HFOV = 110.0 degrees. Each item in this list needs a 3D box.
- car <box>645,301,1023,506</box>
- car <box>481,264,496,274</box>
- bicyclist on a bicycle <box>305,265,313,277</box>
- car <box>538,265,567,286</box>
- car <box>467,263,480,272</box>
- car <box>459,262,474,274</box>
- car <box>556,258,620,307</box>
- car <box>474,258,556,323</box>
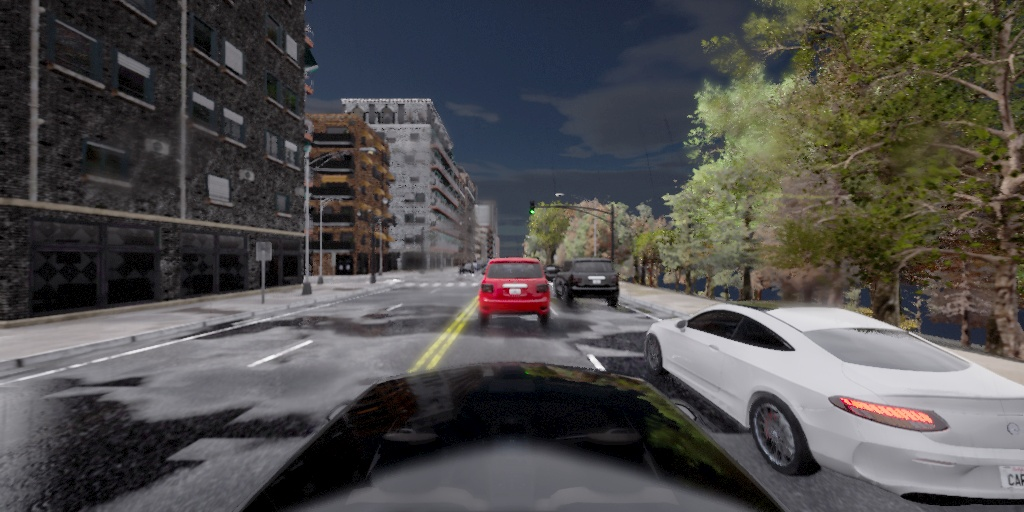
[{"bbox_3d":[3.342,1.308,4.654,1.812,1.442,4.674,0,-1,0],"label":"car"},{"bbox_3d":[-3.441,1.903,53.794,1.994,1.385,4.181,0,-1,0],"label":"car"},{"bbox_3d":[-24.959,1.804,44.095,0.582,1.620,1.656,-1,0,-1],"label":"bicyclist on a bicycle"},{"bbox_3d":[3.295,1.571,30.006,1.837,1.490,4.892,0,0,0],"label":"car"},{"bbox_3d":[-6.676,1.969,62.635,1.812,1.442,4.674,0,-1,0],"label":"car"},{"bbox_3d":[-6.661,1.839,53.389,1.837,1.490,4.892,0,-1,2],"label":"car"},{"bbox_3d":[3.322,1.138,16.770,2.150,2.045,5.566,0,-1,0],"label":"car"},{"bbox_3d":[0.080,1.095,12.726,2.150,2.045,5.566,0,0,0],"label":"car"}]
